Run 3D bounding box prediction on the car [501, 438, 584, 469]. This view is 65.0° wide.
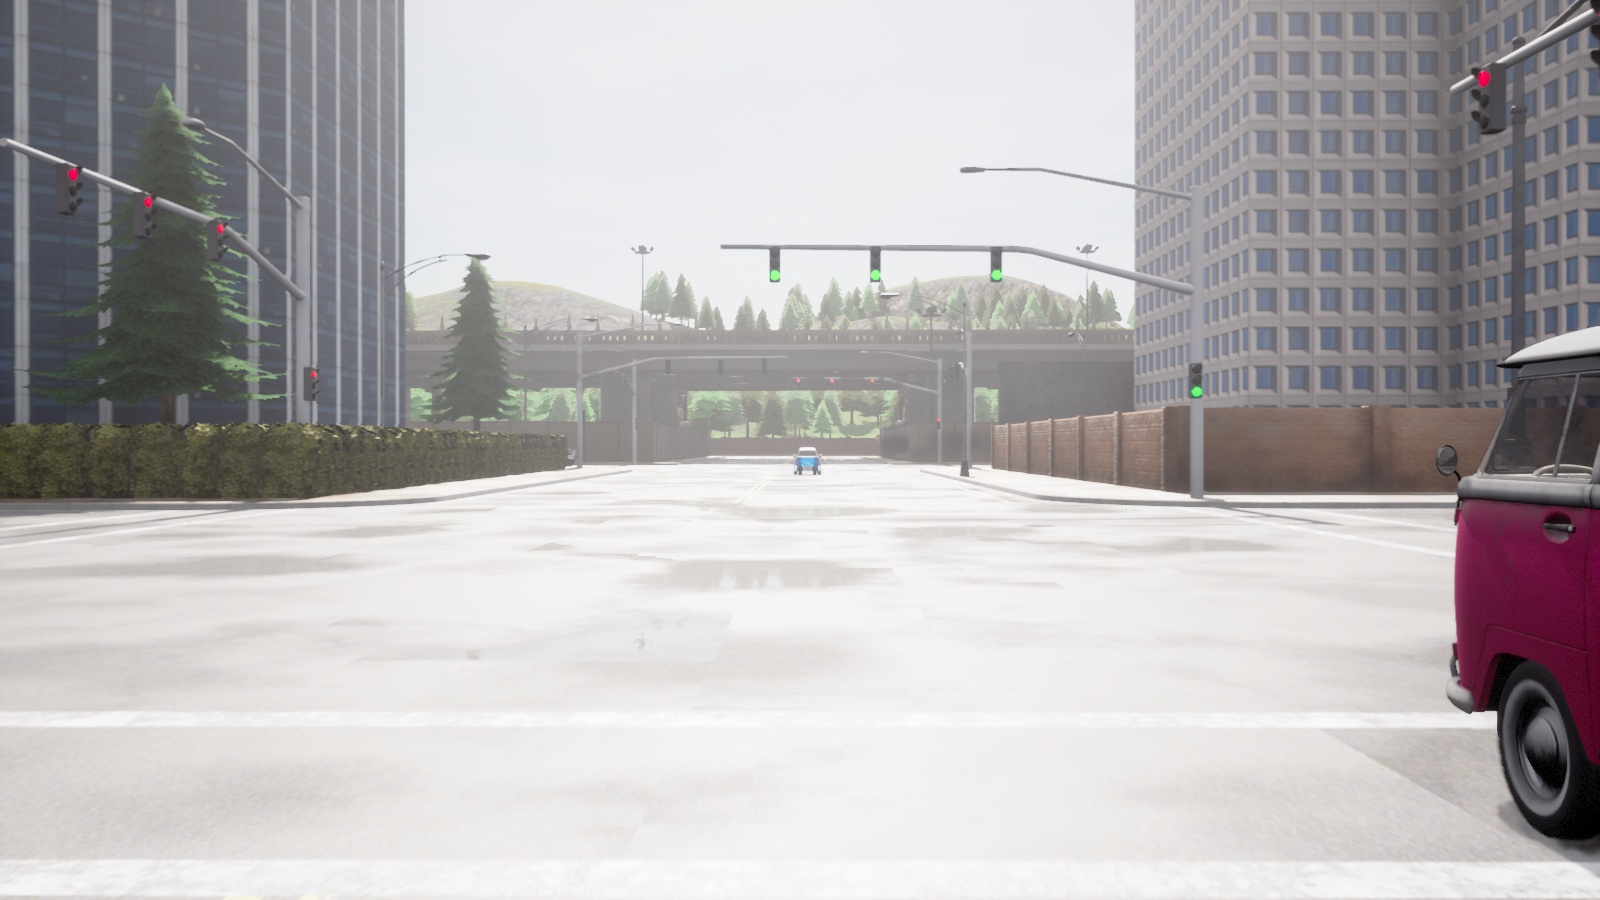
[{"bbox_3d":[-15.686,0.193,76.620,4.605,1.855,1.932,0,0,1],"label":"car"}]

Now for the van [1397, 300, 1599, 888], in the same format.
[{"bbox_3d":[3.573,0.490,3.521,1.775,1.987,4.442,0,0,1],"label":"van"}]

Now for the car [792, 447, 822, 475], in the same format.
[{"bbox_3d":[0.376,0.553,63.200,1.481,1.376,2.207,0,1,0],"label":"car"}]
